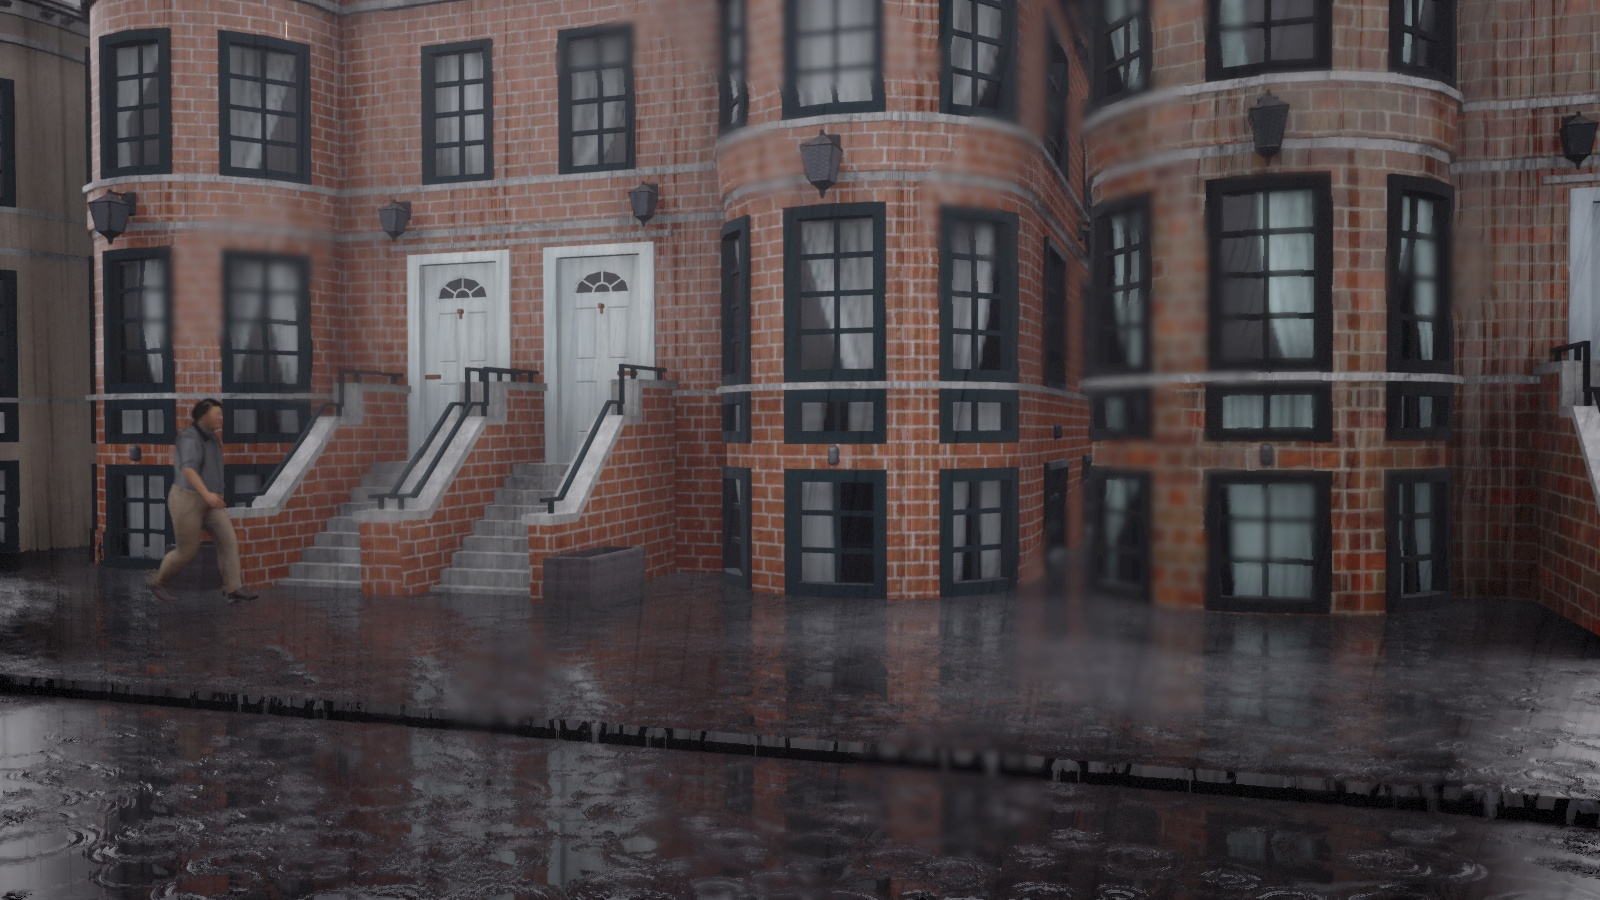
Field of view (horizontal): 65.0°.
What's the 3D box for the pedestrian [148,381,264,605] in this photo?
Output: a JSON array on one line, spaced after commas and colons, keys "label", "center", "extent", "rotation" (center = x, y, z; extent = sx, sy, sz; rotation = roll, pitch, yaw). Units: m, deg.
[{"label": "pedestrian", "center": [-5.046, 0.346, 10.687], "extent": [0.694, 1.848, 0.540], "rotation": [0, 1, 12]}]
